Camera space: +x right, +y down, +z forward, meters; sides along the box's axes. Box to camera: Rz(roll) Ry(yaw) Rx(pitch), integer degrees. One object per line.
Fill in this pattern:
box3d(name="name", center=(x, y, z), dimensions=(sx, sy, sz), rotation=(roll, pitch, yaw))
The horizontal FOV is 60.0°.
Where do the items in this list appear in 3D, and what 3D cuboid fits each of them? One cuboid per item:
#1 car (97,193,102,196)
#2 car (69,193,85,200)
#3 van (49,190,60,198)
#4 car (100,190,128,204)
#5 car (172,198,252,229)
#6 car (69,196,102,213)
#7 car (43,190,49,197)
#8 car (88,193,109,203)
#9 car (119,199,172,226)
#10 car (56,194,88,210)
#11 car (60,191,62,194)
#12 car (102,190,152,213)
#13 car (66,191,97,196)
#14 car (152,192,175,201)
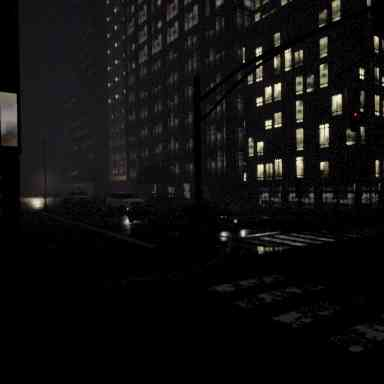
box3d(name="car", center=(-13.824, 1.115, 48.264), dimensions=(2.033, 1.411, 5.357), rotation=(-1, 1, -34))
box3d(name="car", center=(-22.883, 0.889, 66.061), dimensions=(1.887, 1.381, 4.507), rotation=(-1, 1, -35))
box3d(name="van", center=(-32.492, 0.531, 79.989), dimensions=(1.690, 1.788, 3.998), rotation=(-1, 1, -35))
box3d(name="car", center=(-12.038, 0.733, 51.049), dimensions=(2.150, 2.045, 5.566), rotation=(-1, 1, -35))
box3d(name="car", center=(1.105, 1.382, 21.071), dimensions=(2.128, 1.511, 4.902), rotation=(-1, 1, -35))
box3d(name="car", center=(-10.539, 1.354, 33.408), dimensions=(1.947, 1.339, 4.313), rotation=(-1, 1, -35))
box3d(name="car", center=(-35.695, 0.688, 84.636), dimensions=(2.008, 1.369, 4.403), rotation=(-1, 1, -35))
box3d(name="car", center=(-15.966, 0.919, 56.809), dimensions=(1.882, 1.535, 5.008), rotation=(-1, 1, -35))
box3d(name="car", center=(-2.905, 1.455, 22.389), dimensions=(2.008, 1.369, 4.403), rotation=(-1, 1, -35))
box3d(name="car", center=(-13.743, 1.289, 38.052), dimensions=(2.008, 1.369, 4.403), rotation=(-1, 1, -35))
box3d(name="car", center=(-26.086, 0.733, 70.704), dimensions=(1.967, 1.590, 4.097), rotation=(-1, 1, -35))
box3d(name="car", center=(-6.300, 1.000, 31.803), dimensions=(2.150, 2.045, 5.566), rotation=(-1, 1, -35))
box3d(name="car", center=(-15.207, 0.855, 44.748), dimensions=(2.150, 2.045, 5.566), rotation=(-1, 2, -36))
box3d(name="car", center=(-3.665, 0.963, 38.196), dimensions=(2.192, 1.841, 5.009), rotation=(-1, 1, -35))
